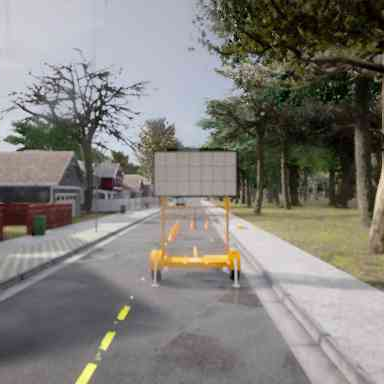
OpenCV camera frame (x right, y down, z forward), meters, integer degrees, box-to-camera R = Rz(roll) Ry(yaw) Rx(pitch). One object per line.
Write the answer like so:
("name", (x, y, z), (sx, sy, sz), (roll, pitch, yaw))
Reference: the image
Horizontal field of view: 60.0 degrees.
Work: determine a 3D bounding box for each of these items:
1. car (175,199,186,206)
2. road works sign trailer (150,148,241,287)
("car", (-2.186, 2.141, 64.343), (2.033, 1.411, 5.357), (0, -1, 0))
("road works sign trailer", (0.097, 0.548, 9.566), (2.380, 3.560, 2.880), (0, 0, 0))
